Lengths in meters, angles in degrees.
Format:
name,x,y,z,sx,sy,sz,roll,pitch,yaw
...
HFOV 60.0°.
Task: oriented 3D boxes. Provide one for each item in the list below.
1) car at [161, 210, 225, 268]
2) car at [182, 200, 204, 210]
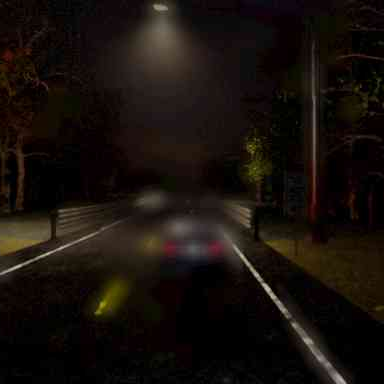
name,x,y,z,sx,sy,sz,roll,pitch,yaw
car,0.047,1.551,11.212,2.033,1.411,5.357,0,0,0
car,0.078,1.501,29.901,2.128,1.511,4.902,0,0,0
